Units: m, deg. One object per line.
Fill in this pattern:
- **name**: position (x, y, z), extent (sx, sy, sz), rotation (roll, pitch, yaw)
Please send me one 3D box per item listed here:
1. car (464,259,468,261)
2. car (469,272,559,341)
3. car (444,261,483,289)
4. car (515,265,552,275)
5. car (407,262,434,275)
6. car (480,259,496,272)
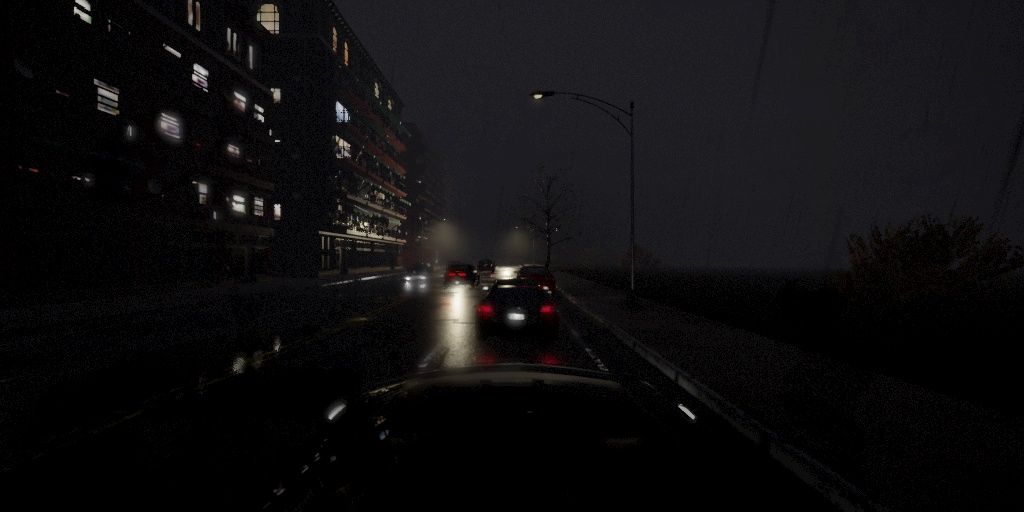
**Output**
- **car**: position (-6.586, 1.277, 41.860), extent (1.812, 1.442, 4.674), rotation (0, 0, 0)
- **car**: position (0.107, 1.315, 9.929), extent (1.994, 1.385, 4.181), rotation (0, 0, 0)
- **car**: position (-3.138, 1.257, 23.003), extent (1.837, 1.490, 4.892), rotation (0, 0, 0)
- **car**: position (1.148, 1.230, 18.849), extent (1.882, 1.535, 5.008), rotation (0, 0, 0)
- **car**: position (-9.828, 1.353, 38.530), extent (1.895, 1.301, 4.718), rotation (0, 0, 0)
- **car**: position (-3.126, 1.107, 44.201), extent (2.097, 1.767, 4.553), rotation (0, 0, 1)
